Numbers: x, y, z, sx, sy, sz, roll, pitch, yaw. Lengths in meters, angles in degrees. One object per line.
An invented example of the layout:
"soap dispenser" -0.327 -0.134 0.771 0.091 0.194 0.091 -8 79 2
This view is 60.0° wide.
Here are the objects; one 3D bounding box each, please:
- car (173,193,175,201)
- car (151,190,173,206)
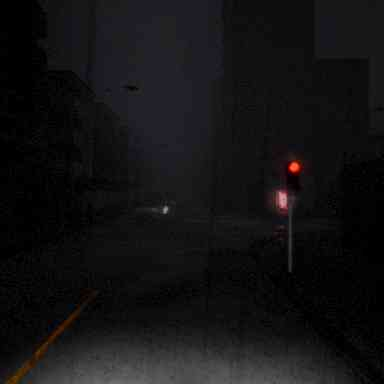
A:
"car" -4.152 0.914 62.537 1.882 1.535 5.008 0 1 0
"car" -4.192 0.816 44.985 2.150 2.045 5.566 0 1 0
